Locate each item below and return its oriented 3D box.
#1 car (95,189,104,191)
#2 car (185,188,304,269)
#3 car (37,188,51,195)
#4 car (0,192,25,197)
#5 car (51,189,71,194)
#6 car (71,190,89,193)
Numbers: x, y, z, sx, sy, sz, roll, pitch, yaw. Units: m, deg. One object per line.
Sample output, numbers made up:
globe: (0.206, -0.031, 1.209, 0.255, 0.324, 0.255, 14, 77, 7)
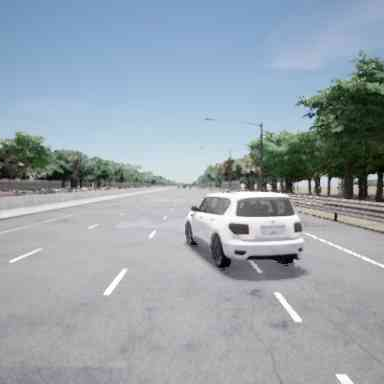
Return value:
car: (-17.788, 0.135, 64.724, 1.994, 1.385, 4.181, 0, 1, 0)
car: (1.330, 1.015, 10.622, 2.150, 2.045, 5.566, 0, 1, -14)
car: (-28.278, 0.076, 64.602, 1.837, 1.490, 4.892, 0, 1, 0)
car: (-17.591, 0.755, 31.938, 1.882, 1.535, 5.008, 0, 1, 0)
car: (-24.778, 0.116, 64.625, 2.033, 1.411, 5.357, 0, 1, 0)
car: (-21.280, 0.173, 64.644, 1.895, 1.301, 4.718, 0, 1, 0)
